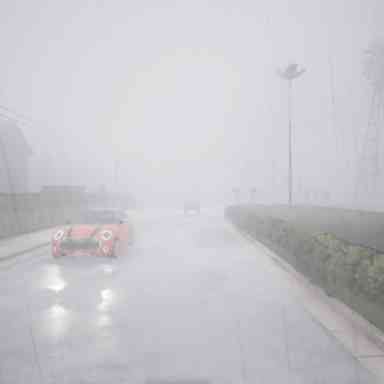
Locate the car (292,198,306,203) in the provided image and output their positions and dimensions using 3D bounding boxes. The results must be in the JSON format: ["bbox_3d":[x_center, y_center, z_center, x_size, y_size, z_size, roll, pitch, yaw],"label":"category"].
[{"bbox_3d":[19.090,1.808,57.827,5.357,1.411,2.033,0,0,0],"label":"car"}]

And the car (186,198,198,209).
[{"bbox_3d":[-0.041,1.739,51.597,1.837,1.490,4.892,0,0,-1],"label":"car"}]

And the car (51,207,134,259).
[{"bbox_3d":[-3.592,1.410,12.819,2.097,1.767,4.553,0,0,0],"label":"car"}]

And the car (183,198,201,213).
[{"bbox_3d":[0.020,1.668,39.477,2.128,1.511,4.902,0,0,0],"label":"car"}]
